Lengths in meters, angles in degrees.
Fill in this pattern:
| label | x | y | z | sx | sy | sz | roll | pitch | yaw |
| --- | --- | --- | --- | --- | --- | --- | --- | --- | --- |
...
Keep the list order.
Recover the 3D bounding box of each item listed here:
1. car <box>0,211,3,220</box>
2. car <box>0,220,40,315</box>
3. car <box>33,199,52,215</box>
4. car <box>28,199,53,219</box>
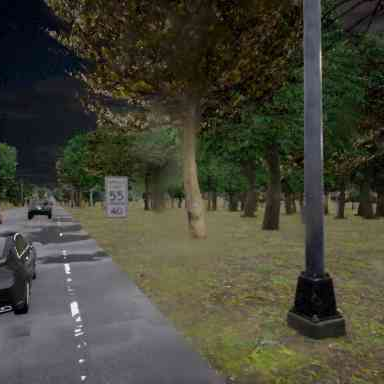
| label | x | y | z | sx | sy | sz | roll | pitch | yaw |
| --- | --- | --- | --- | --- | --- | --- | --- | --- | --- |
| car | -15.897 | 1.759 | 25.419 | 2.097 | 1.767 | 4.553 | 0 | -1 | -22 |
| car | -4.534 | 1.602 | 7.347 | 1.837 | 1.490 | 4.892 | 0 | -1 | -22 |
| car | -20.112 | 1.921 | 44.997 | 2.150 | 2.045 | 5.566 | 0 | -1 | -22 |
| car | -15.952 | 1.742 | 35.056 | 2.150 | 2.045 | 5.566 | 0 | -1 | -22 |
